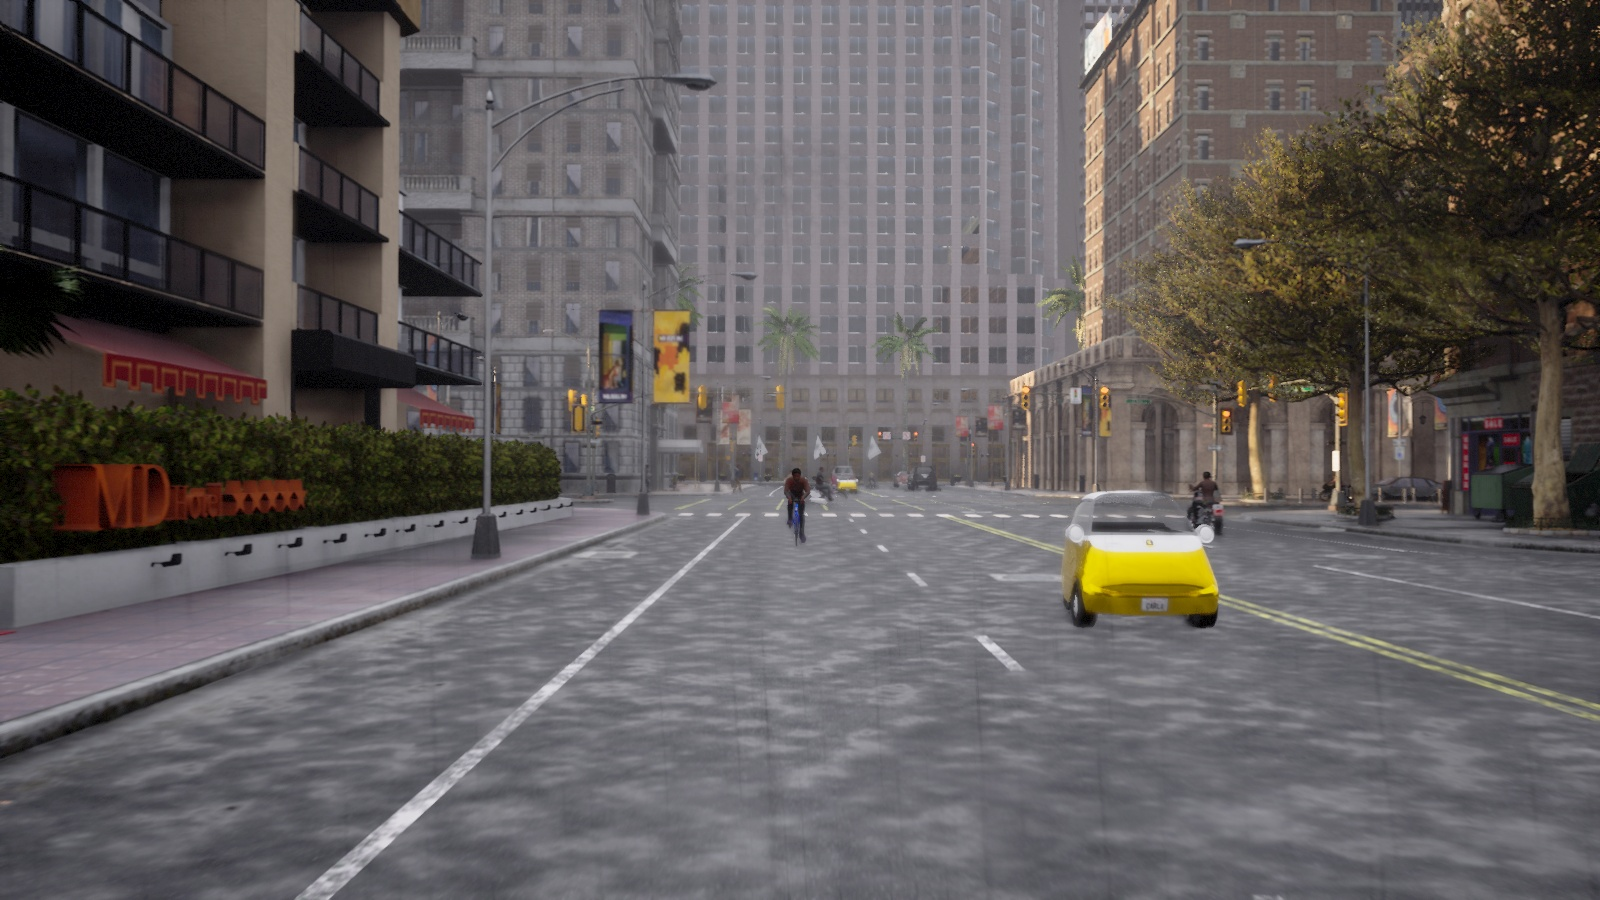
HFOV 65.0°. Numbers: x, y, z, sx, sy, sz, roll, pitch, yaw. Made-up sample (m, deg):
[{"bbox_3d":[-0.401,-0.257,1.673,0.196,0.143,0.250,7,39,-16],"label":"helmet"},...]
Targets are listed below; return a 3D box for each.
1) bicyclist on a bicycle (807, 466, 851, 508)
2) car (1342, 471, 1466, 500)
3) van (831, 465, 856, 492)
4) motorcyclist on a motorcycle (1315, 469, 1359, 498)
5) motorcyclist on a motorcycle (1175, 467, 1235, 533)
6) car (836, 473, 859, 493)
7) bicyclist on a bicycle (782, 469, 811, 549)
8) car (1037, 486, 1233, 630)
[{"bbox_3d":[1.205,1.572,53.280,1.843,1.776,0.659,0,-1,0],"label":"bicyclist on a bicycle"},{"bbox_3d":[30.997,1.819,64.587,5.357,1.411,2.033,0,-1,1],"label":"car"},{"bbox_3d":[3.266,2.145,95.095,1.775,1.987,4.442,0,-1,0],"label":"van"},{"bbox_3d":[29.138,1.822,68.178,2.044,1.523,0.797,0,-1,1],"label":"motorcyclist on a motorcycle"},{"bbox_3d":[10.419,1.266,32.415,0.766,1.649,2.350,0,-1,0],"label":"motorcyclist on a motorcycle"},{"bbox_3d":[3.283,2.321,87.522,1.481,1.376,2.207,0,-2,0],"label":"car"},{"bbox_3d":[-0.065,1.208,26.304,0.582,1.620,1.656,0,-1,0],"label":"bicyclist on a bicycle"},{"bbox_3d":[3.467,1.079,13.322,1.481,1.376,2.207,0,-1,0],"label":"car"}]
